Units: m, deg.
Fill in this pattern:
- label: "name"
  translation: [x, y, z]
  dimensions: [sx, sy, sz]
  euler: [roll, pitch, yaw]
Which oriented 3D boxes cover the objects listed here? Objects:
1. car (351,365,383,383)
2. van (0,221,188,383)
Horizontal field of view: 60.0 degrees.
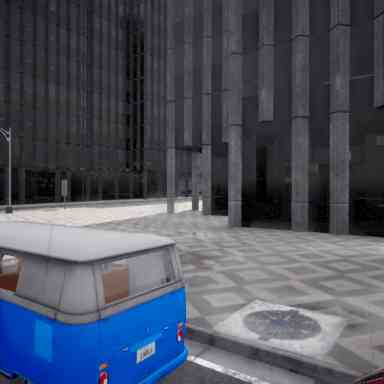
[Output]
- label: "car"
  translation: [2.543, 1.440, 1.153]
  dimensions: [4.097, 1.590, 1.967]
  euler: [0, 0, 35]
- label: "van"
  translation: [-1.957, 1.341, 4.357]
  dimensions: [3.998, 1.788, 1.690]
  euler: [0, 0, 35]
